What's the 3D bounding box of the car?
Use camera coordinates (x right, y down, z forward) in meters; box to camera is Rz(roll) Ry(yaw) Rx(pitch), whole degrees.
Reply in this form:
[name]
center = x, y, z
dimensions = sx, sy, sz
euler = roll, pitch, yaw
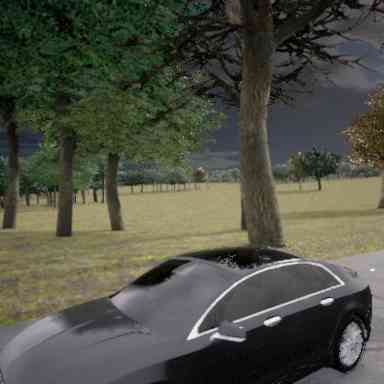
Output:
[car]
center = 0.357, 1.522, 4.123
dimensions = 4.892, 1.490, 1.837
euler = 0, 0, -35
